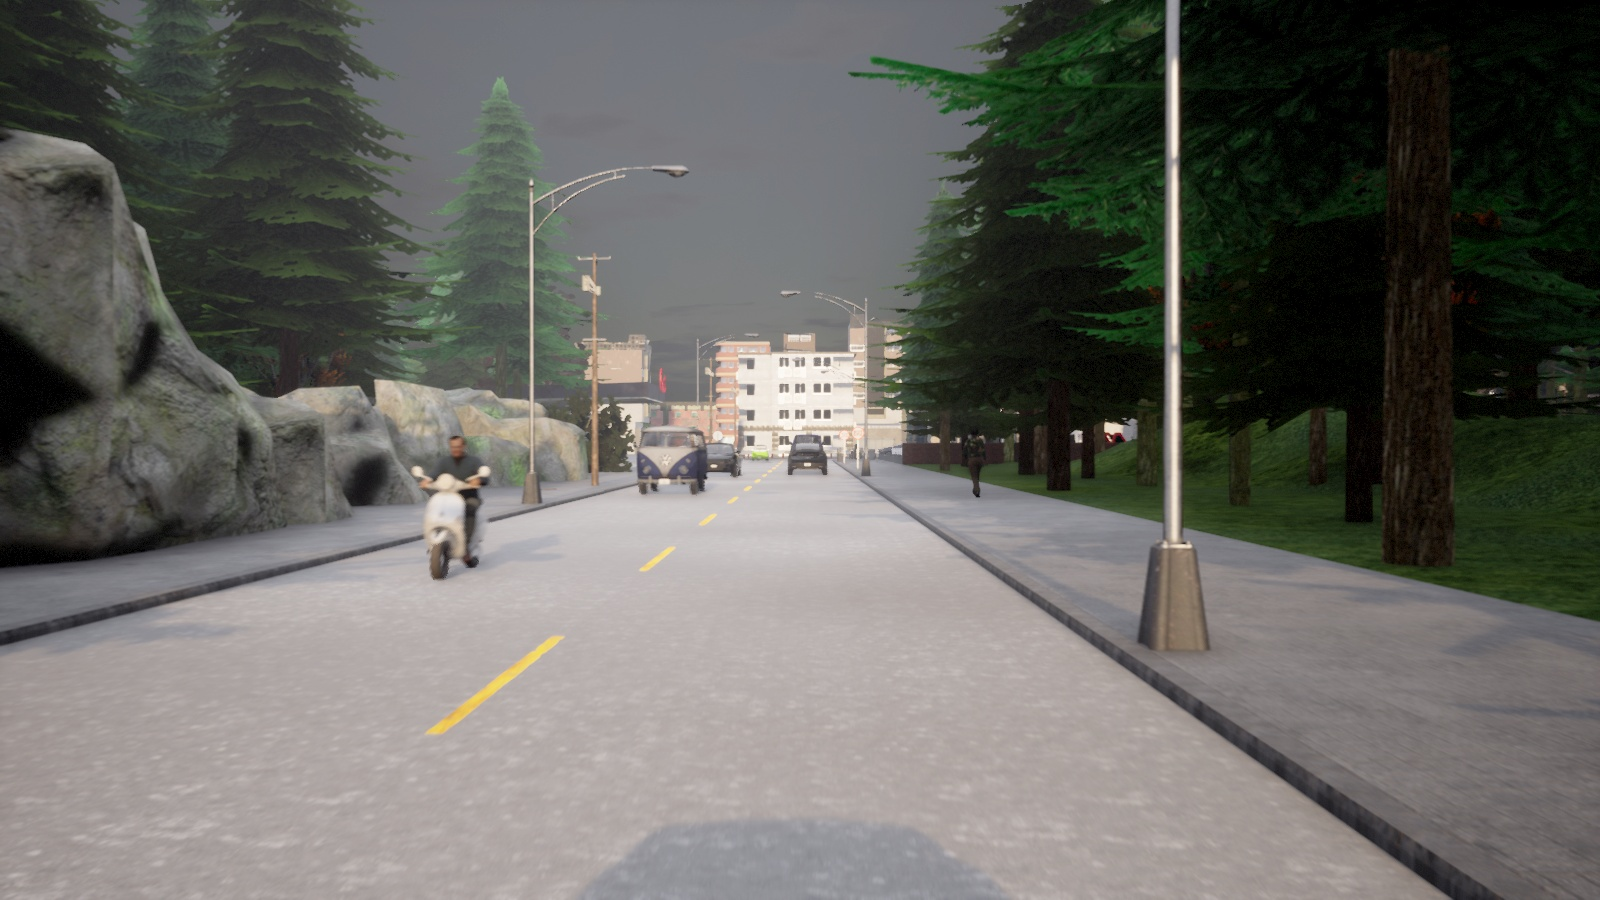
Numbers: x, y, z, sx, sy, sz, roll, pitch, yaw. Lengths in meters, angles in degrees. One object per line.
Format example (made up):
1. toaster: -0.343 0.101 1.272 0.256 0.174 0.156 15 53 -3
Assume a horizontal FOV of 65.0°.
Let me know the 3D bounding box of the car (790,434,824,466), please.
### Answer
1. car: 0.457 0.003 82.070 2.150 2.045 5.566 0 0 0

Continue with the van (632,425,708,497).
1. van: -3.772 0.288 37.065 1.775 1.987 4.442 0 0 0

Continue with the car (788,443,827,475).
1. car: 0.362 0.410 60.573 1.837 1.490 4.892 0 0 0

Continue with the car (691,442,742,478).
1. car: -3.664 0.407 55.808 1.882 1.535 5.008 0 0 0

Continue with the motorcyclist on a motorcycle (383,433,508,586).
1. motorcyclist on a motorcycle: -3.904 0.618 13.977 0.866 1.590 1.817 0 0 0

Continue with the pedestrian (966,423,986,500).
1. pedestrian: 4.482 0.280 31.935 0.395 1.930 0.692 0 0 -1
